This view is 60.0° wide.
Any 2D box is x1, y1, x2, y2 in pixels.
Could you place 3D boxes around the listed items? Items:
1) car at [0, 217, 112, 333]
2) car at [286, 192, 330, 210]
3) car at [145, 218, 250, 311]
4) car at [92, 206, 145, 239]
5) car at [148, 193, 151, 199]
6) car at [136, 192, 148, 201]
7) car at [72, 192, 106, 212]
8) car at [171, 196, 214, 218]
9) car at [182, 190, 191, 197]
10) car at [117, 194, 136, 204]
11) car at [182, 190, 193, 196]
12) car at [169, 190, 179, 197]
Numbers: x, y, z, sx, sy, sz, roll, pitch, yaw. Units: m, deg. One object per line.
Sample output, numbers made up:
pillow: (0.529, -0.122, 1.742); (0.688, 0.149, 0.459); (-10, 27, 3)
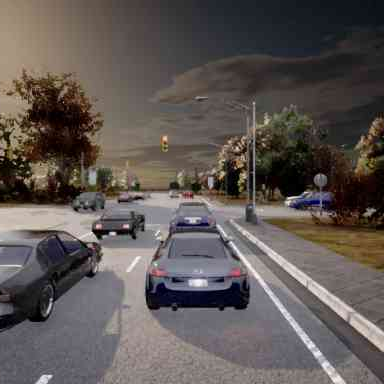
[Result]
car: (-3.423, 1.527, 7.106); (2.033, 1.411, 5.357); (0, 0, -1)
car: (13.988, 0.991, 37.509); (5.566, 2.045, 2.150); (0, 0, -3)
car: (0.074, 1.540, 7.798); (1.994, 1.385, 4.181); (0, 0, -1)
car: (-3.492, 1.517, 16.750); (1.895, 1.301, 4.718); (0, 0, -1)
car: (-11.314, 0.879, 82.720); (2.128, 1.511, 4.902); (0, 1, -3)
car: (-10.857, 1.123, 68.708); (1.895, 1.301, 4.718); (0, 1, -1)
car: (-10.756, 1.006, 35.183); (2.150, 2.045, 5.566); (0, 0, 0)
car: (0.029, 1.270, 16.431); (2.097, 1.767, 4.553); (0, 0, 0)
car: (-1.671, 0.388, 94.164); (2.097, 1.767, 4.553); (0, 1, -7)
car: (-10.834, 1.131, 53.909); (1.882, 1.535, 5.008); (0, 0, 0)
car: (-0.845, 0.561, 83.517); (2.150, 2.045, 5.566); (0, 1, -4)
car: (-4.394, 0.882, 84.193); (1.994, 1.385, 4.181); (0, 1, -4)
